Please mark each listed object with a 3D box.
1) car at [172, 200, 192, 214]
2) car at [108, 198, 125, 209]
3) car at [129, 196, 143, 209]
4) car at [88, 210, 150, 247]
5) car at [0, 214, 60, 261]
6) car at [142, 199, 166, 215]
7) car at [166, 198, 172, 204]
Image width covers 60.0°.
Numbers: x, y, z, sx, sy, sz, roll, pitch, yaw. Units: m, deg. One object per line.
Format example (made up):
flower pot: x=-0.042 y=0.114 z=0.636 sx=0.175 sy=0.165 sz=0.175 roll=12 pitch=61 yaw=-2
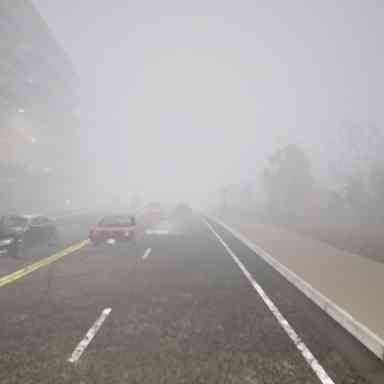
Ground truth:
car: x=-1.096 y=1.885 z=39.323 sx=1.994 sy=1.385 sz=4.181 roll=0 pitch=0 yaw=-4
car: x=-12.179 y=1.818 z=53.773 sx=2.097 sy=1.767 sz=4.553 roll=0 pitch=0 yaw=-5
car: x=-8.925 y=1.684 z=53.893 sx=2.150 sy=2.045 sz=5.566 roll=0 pitch=0 yaw=-5
car: x=-3.327 y=1.742 z=15.759 sx=1.895 sy=1.301 sz=4.718 roll=0 pitch=0 yaw=-1
car: x=-6.733 y=1.617 z=12.836 sx=2.128 sy=1.511 sz=4.902 roll=0 pitch=0 yaw=-1
car: x=-4.224 y=1.793 z=37.453 sx=1.882 sy=1.535 sz=5.008 roll=0 pitch=0 yaw=-4
car: x=-5.772 y=2.165 z=81.674 sx=1.812 sy=1.442 sz=4.674 roll=0 pitch=0 yaw=-9
